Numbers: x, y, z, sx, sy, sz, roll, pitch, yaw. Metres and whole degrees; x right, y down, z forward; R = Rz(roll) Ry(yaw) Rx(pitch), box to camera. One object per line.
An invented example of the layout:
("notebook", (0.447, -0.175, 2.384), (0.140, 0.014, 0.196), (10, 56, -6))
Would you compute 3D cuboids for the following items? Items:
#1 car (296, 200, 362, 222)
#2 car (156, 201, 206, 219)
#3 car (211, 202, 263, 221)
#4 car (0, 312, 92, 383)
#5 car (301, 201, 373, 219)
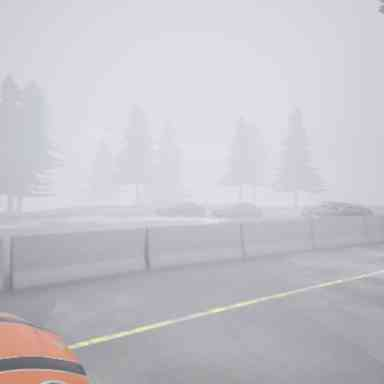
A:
("car", (10.896, 1.465, 26.385), (4.902, 1.511, 2.128), (0, 0, -26))
("car", (-0.899, 1.456, 27.996), (4.181, 1.385, 1.994), (0, 0, -29))
("car", (3.629, 1.490, 26.518), (4.181, 1.385, 1.994), (0, 0, -29))
("car", (-2.758, 1.326, 1.597), (4.553, 1.767, 2.097), (0, 0, -36))
("car", (9.744, 1.473, 21.867), (4.902, 1.511, 2.128), (0, 0, -27))
